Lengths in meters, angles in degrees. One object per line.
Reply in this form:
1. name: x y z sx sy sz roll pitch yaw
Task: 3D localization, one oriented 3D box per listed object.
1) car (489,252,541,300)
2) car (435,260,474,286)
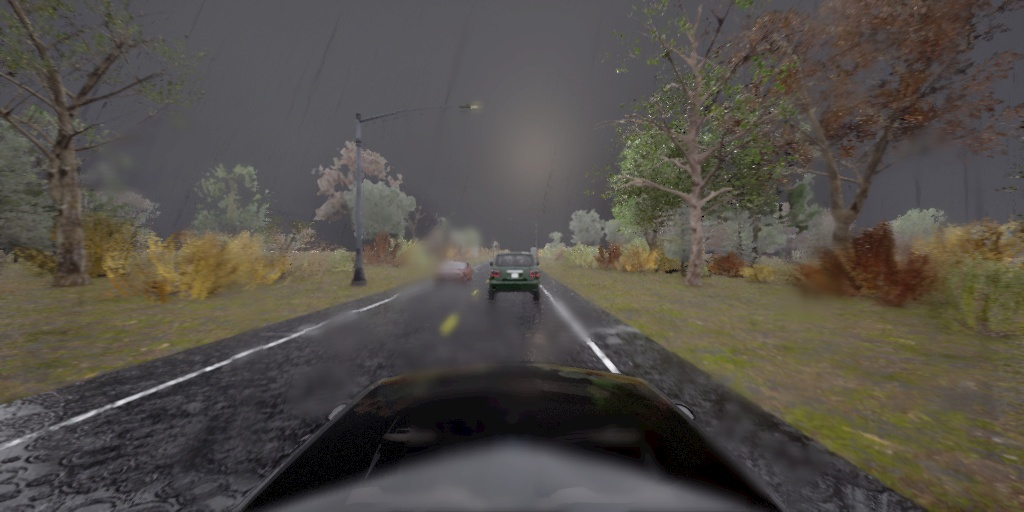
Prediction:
1. car: 0.119 0.822 16.602 2.150 2.045 5.566 0 1 0
2. car: -3.558 1.015 22.809 1.882 1.535 5.008 0 0 0
